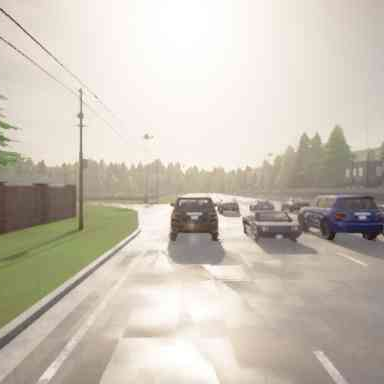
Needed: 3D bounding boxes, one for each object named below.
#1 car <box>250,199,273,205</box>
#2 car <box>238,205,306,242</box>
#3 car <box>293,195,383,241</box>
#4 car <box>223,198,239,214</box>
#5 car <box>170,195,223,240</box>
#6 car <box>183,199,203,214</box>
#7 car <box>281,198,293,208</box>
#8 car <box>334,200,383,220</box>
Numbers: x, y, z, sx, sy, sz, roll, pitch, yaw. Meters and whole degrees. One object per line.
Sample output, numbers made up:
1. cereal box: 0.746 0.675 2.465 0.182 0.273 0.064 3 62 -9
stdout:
1. car: 7.087 1.413 33.979 1.994 1.385 4.181 0 0 0
2. car: 3.595 1.530 15.892 1.895 1.301 4.718 0 0 0
3. car: 7.094 1.149 16.514 2.150 2.045 5.566 0 0 0
4. car: 3.588 1.343 33.310 2.128 1.511 4.902 0 0 0
5. car: 0.074 1.147 16.593 2.150 2.045 5.566 0 0 -1
6. car: 0.087 1.412 33.982 1.994 1.385 4.181 0 0 0
7. car: 10.587 1.374 34.311 1.812 1.442 4.674 0 0 0
8. car: 14.090 1.424 27.970 2.033 1.411 5.357 0 0 0
